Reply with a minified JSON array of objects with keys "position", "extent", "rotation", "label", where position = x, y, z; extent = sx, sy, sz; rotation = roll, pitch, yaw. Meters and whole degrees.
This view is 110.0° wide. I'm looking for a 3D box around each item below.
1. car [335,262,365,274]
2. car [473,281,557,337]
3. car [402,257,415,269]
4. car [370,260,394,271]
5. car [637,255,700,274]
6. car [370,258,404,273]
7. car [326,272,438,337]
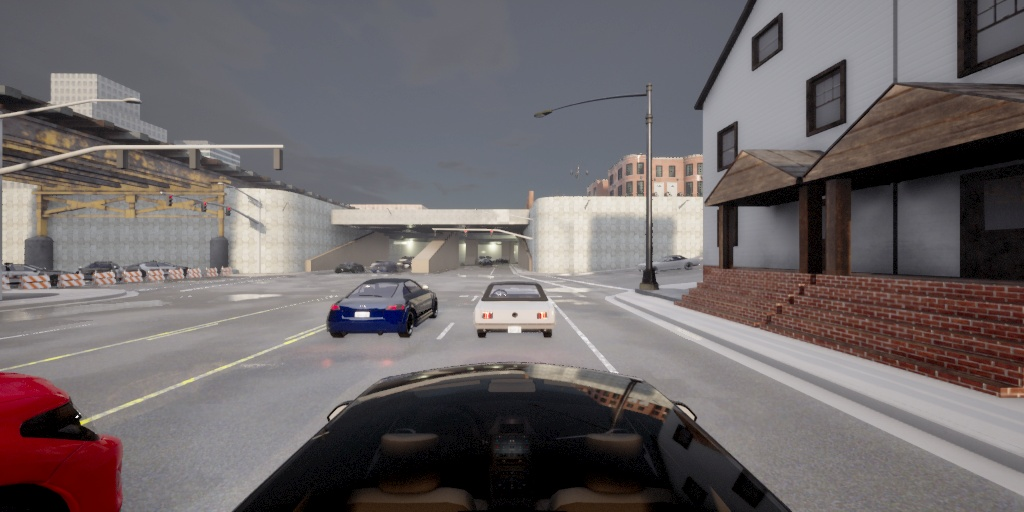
[{"position":[-18.148,1.314,40.228],"extent":[1.994,1.385,4.181],"rotation":[0,0,-2],"label":"car"},{"position":[0.072,1.351,10.197],"extent":[1.895,1.301,4.718],"rotation":[0,0,0],"label":"car"},{"position":[-15.011,1.242,53.248],"extent":[2.128,1.511,4.902],"rotation":[0,0,-1],"label":"car"},{"position":[-18.454,1.275,50.943],"extent":[1.812,1.442,4.674],"rotation":[0,0,-1],"label":"car"},{"position":[13.060,0.665,30.175],"extent":[4.718,1.301,1.895],"rotation":[-7,0,0],"label":"car"},{"position":[-14.697,1.298,41.794],"extent":[2.033,1.411,5.357],"rotation":[0,0,-2],"label":"car"},{"position":[-3.429,1.314,10.243],"extent":[1.994,1.385,4.181],"rotation":[0,0,0],"label":"car"}]
